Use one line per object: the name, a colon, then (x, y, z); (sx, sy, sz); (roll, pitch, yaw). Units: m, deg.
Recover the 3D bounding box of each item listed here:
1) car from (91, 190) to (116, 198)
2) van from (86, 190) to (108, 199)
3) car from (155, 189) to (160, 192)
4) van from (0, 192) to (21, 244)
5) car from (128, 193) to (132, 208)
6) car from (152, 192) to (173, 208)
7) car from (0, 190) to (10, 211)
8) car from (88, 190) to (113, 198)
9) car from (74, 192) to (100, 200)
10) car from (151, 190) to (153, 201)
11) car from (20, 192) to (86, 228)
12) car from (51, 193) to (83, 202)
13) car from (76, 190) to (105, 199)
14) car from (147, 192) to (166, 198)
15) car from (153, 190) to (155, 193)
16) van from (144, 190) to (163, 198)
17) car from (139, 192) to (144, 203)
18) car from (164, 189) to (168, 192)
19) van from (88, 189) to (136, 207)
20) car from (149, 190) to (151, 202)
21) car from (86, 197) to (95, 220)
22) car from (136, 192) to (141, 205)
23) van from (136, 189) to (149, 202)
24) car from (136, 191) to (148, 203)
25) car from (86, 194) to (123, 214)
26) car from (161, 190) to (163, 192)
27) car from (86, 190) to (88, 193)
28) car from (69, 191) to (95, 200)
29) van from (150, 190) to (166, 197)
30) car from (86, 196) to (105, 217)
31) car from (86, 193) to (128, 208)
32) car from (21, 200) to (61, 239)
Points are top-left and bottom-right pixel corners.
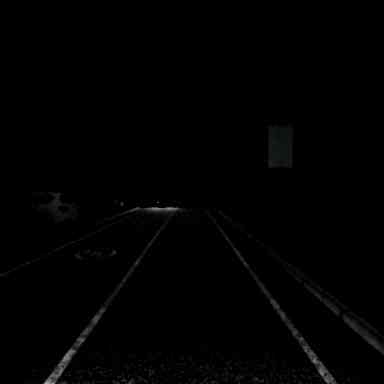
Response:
car: (-22.344, 0.459, 84.289); (5.566, 2.045, 2.435); (0, 1, 0)
van: (-22.459, 0.534, 78.735); (4.442, 1.987, 1.878); (0, 0, 0)
car: (-9.131, 0.654, 59.749); (5.566, 2.045, 2.435); (0, 0, 0)
van: (-9.017, 1.104, 12.098); (4.442, 1.987, 1.878); (0, 1, 0)
car: (-9.051, 1.137, 34.523); (4.792, 1.488, 2.163); (0, 0, 0)
car: (-3.414, 1.091, 40.554); (1.837, 1.490, 4.892); (0, 0, 0)
car: (-22.071, 0.865, 34.084); (5.566, 2.045, 2.435); (0, 0, 0)
car: (-22.386, 0.486, 81.512); (5.566, 2.045, 2.435); (0, 0, 0)
car: (-22.269, 0.856, 70.413); (4.792, 1.488, 2.163); (0, 0, 0)
car: (-9.098, 0.825, 54.144); (4.553, 1.767, 2.185); (0, 0, 0)
car: (-8.959, 1.016, 17.705); (5.566, 2.045, 2.435); (0, 1, 0)
car: (-22.243, 0.916, 59.308); (4.892, 1.521, 2.231); (0, 0, 0)
car: (-22.341, 0.553, 73.185); (5.566, 2.045, 2.435); (0, 0, 0)
car: (-9.309, 0.708, 87.786); (4.674, 1.452, 2.002); (0, 1, 0)
car: (-9.113, 0.802, 56.947); (4.553, 1.767, 2.185); (0, 0, 0)
van: (-9.398, 0.501, 82.172); (4.442, 1.987, 1.878); (0, 1, 0)
car: (-9.039, 1.069, 42.933); (4.792, 1.488, 2.163); (0, 0, 0)
car: (-9.238, 0.498, 79.372); (5.566, 2.045, 2.435); (0, 0, 0)
van: (-8.921, 0.859, 37.325); (4.442, 1.987, 1.878); (0, 0, 0)
car: (-9.145, 0.847, 51.340); (4.553, 1.767, 2.185); (0, 0, 0)
car: (-8.942, 1.237, 20.515); (4.892, 1.521, 2.231); (0, 1, 0)
car: (-9.024, 1.092, 40.129); (4.792, 1.488, 2.163); (0, 0, 0)
van: (-8.982, 0.769, 48.537); (4.442, 1.987, 1.878); (0, 0, 0)
car: (-9.078, 1.017, 45.736); (5.008, 1.535, 2.097); (0, 0, 0)
car: (-8.987, 1.153, 28.920); (5.008, 1.535, 2.097); (0, 0, 0)
car: (-9.214, 0.817, 70.964); (4.892, 1.521, 2.231); (0, 0, 0)
car: (-22.067, 0.889, 62.086); (5.366, 1.575, 1.946); (0, 0, 0)
car: (-22.313, 0.723, 67.634); (4.553, 1.767, 2.185); (0, 0, 0)
van: (-9.459, 0.370, 93.392); (4.442, 1.987, 1.878); (0, 1, 0)
car: (-8.932, 1.236, 23.313); (4.792, 1.488, 2.163); (0, 1, 0)
car: (-9.193, 1.126, 31.719); (5.366, 1.575, 1.946); (0, 0, 0)
car: (-8.910, 1.299, 14.904); (5.008, 1.535, 2.097); (0, 1, 0)
